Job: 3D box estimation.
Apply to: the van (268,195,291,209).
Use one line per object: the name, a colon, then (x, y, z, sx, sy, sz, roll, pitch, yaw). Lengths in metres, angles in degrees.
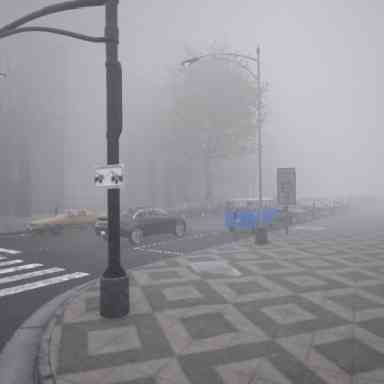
van: (11.843, 1.292, 44.751, 1.690, 1.788, 3.998, -1, 0, 36)

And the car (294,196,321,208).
car: (15.947, 1.386, 45.724, 2.128, 1.511, 4.902, -1, -1, 36)

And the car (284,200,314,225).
car: (6.542, 1.422, 22.785, 1.947, 1.339, 4.313, -1, 0, 36)

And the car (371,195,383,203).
car: (34.999, 1.304, 62.331, 1.947, 1.339, 4.313, -1, -1, 36)

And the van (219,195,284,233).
van: (3.378, 1.212, 18.393, 1.690, 1.788, 3.998, -1, 0, 36)

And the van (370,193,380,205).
van: (28.672, 1.102, 53.545, 1.690, 1.788, 3.998, -1, -1, 36)

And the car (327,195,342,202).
car: (29.969, 1.432, 69.935, 2.008, 1.369, 4.403, -1, -1, 36)

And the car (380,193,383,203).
car: (31.936, 1.274, 58.075, 1.752, 1.417, 4.829, -1, -1, 36)

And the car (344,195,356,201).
car: (39.509, 1.400, 83.192, 2.008, 1.369, 4.403, -1, -1, 36)

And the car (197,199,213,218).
car: (-0.511, 1.552, 27.577, 1.887, 1.381, 4.507, -1, 0, 36)

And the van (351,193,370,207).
van: (22.348, 1.127, 44.756, 1.690, 1.788, 3.998, -1, 0, 36)

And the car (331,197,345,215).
car: (12.866, 1.408, 31.574, 1.802, 1.307, 4.206, -1, 0, 36)

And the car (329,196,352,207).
car: (21.789, 1.375, 48.705, 2.033, 1.411, 5.357, -1, -1, 36)

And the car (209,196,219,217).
car: (2.575, 1.307, 31.872, 2.192, 1.841, 5.009, -1, 0, 36)

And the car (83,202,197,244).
car: (-2.179, 1.429, 15.401, 2.128, 1.511, 4.902, -1, -1, 36)

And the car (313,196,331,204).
car: (24.203, 1.453, 61.921, 2.008, 1.369, 4.403, -1, -1, 36)

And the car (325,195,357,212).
car: (16.028, 1.363, 35.967, 2.008, 1.369, 4.403, -1, 0, 36)

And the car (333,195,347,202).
car: (33.149, 1.415, 74.353, 1.887, 1.381, 4.507, -1, -1, 36)

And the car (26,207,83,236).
car: (-6.795, 1.564, 18.855, 1.752, 1.417, 4.829, -1, 0, 36)

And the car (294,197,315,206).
car: (18.024, 1.492, 53.335, 1.947, 1.339, 4.313, -1, 0, 36)

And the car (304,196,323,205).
car: (21.014, 1.440, 57.491, 1.752, 1.417, 4.829, -1, 0, 36)

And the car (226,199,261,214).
car: (5.668, 1.529, 36.163, 2.008, 1.369, 4.403, -1, 0, 36)

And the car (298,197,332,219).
car: (9.704, 1.385, 27.179, 1.887, 1.381, 4.507, -1, 0, 36)
